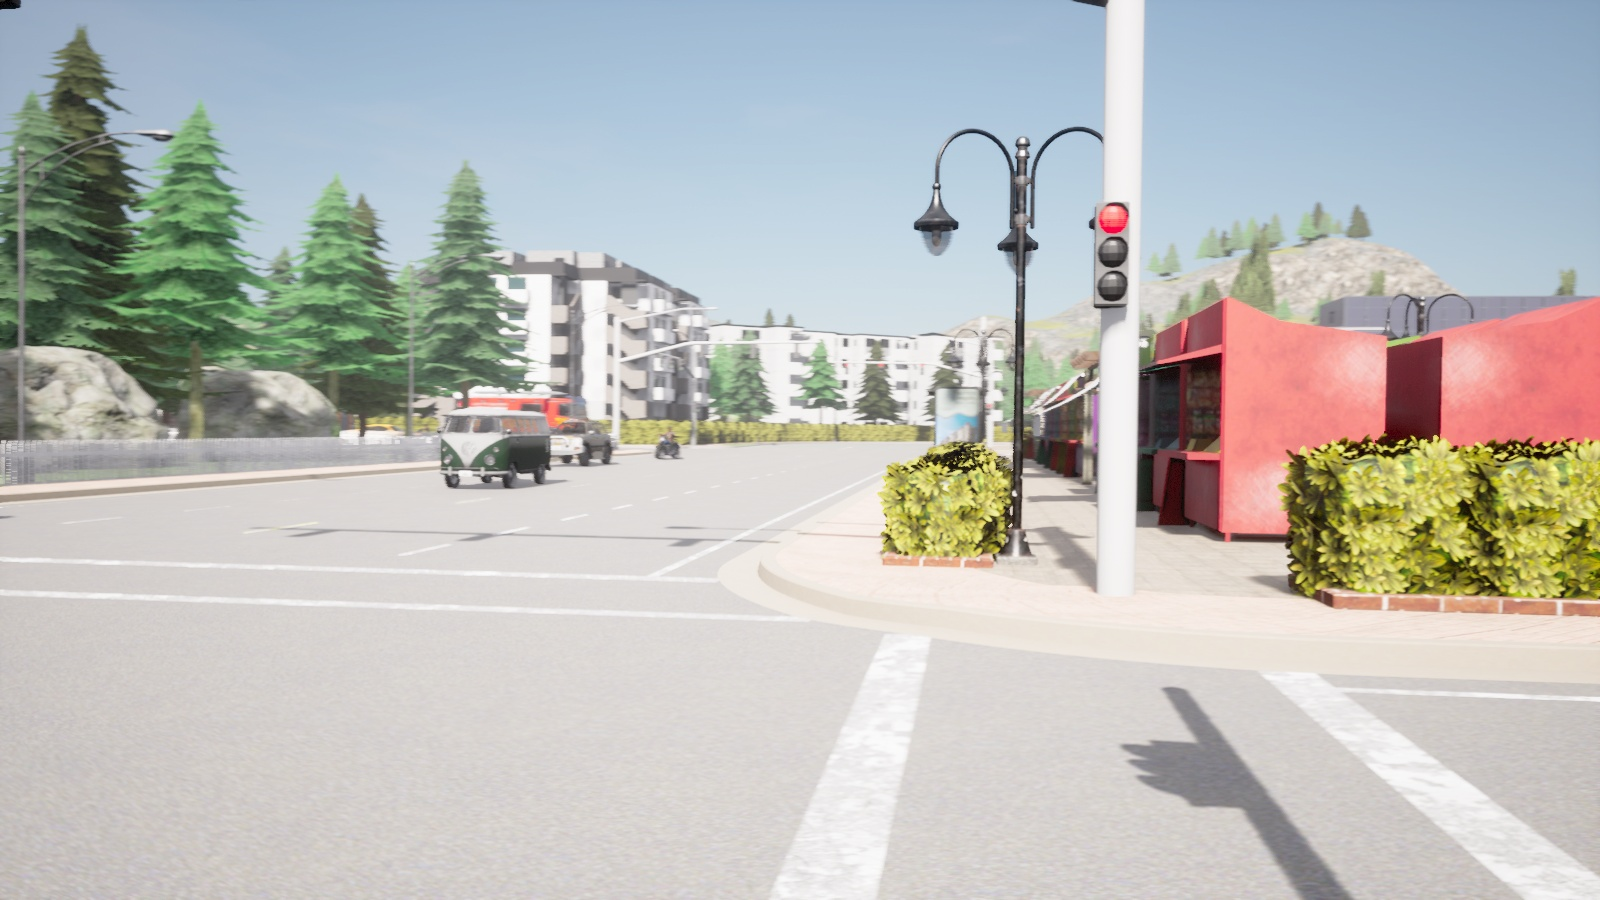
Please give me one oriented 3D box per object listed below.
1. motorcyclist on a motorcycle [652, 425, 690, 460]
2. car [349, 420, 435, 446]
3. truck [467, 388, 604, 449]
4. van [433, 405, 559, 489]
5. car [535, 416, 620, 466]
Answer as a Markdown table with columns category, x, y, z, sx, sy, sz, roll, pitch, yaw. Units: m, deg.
| category | x | y | z | sx | sy | sz | roll | pitch | yaw |
| --- | --- | --- | --- | --- | --- | --- | --- | --- | --- |
| motorcyclist on a motorcycle | -6.144 | -0.361 | 60.067 | 0.766 | 1.649 | 2.350 | 2 | 1 | 22 |
| car | -26.719 | -1.119 | 82.328 | 5.008 | 1.535 | 1.882 | 1 | 1 | 10 |
| truck | -17.729 | -2.124 | 84.329 | 8.468 | 3.827 | 2.891 | 1 | 1 | 10 |
| van | -7.727 | -0.105 | 32.371 | 1.775 | 1.987 | 4.442 | 1 | 1 | 5 |
| car | -8.705 | -0.361 | 49.626 | 1.932 | 1.855 | 4.605 | 1 | 1 | 8 |
